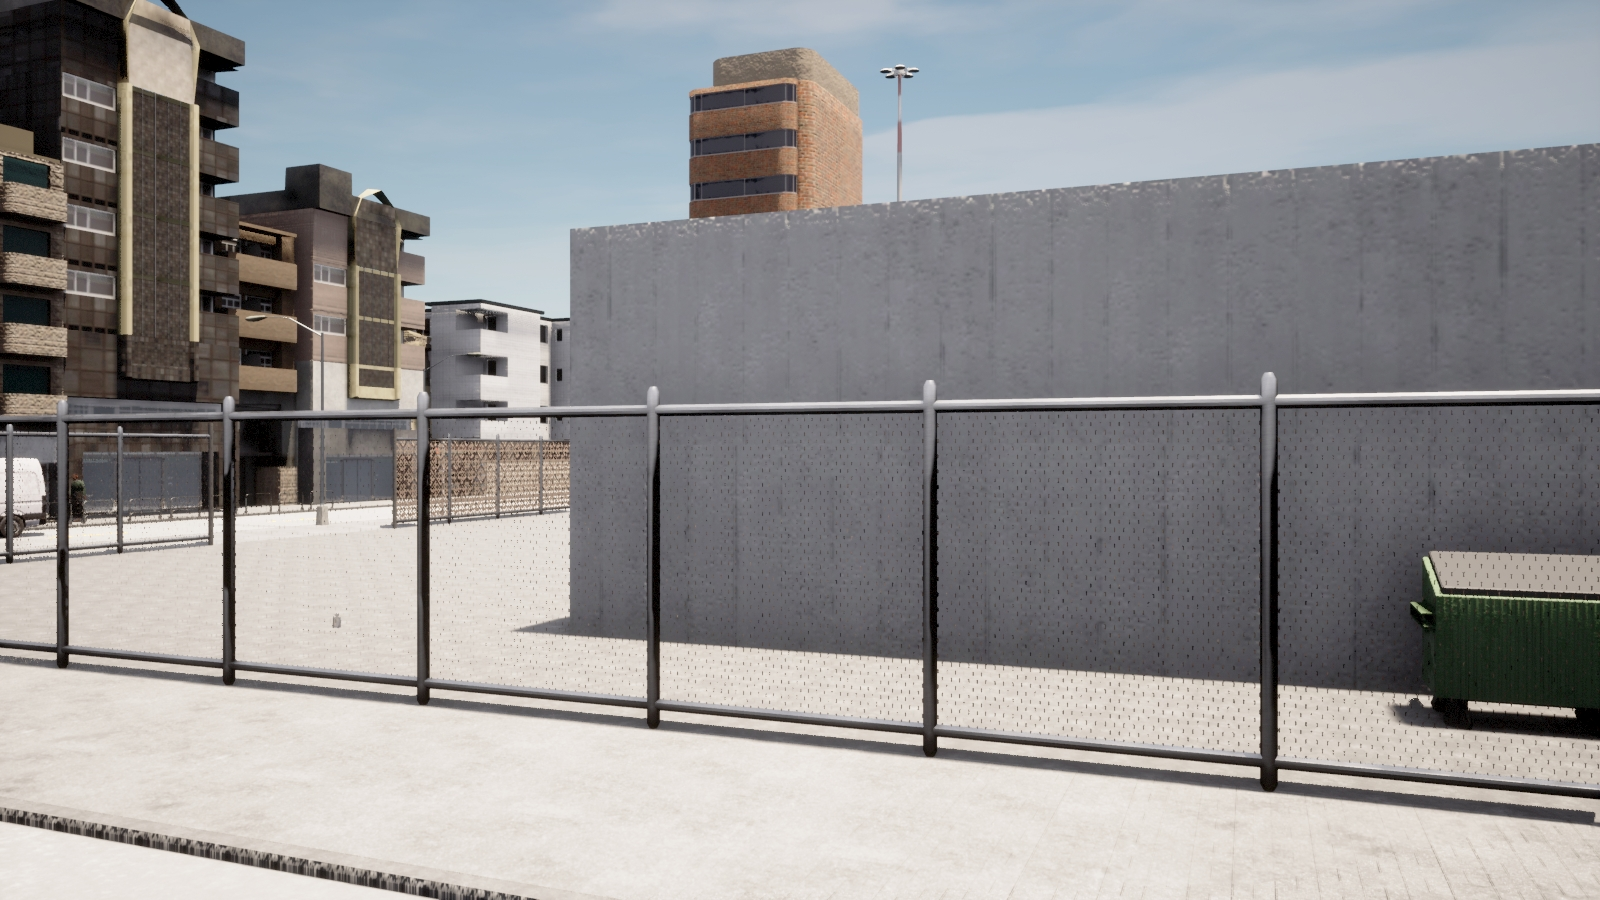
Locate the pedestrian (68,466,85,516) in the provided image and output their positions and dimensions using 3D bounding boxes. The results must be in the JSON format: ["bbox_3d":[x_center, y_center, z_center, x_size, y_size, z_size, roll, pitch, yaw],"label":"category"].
[{"bbox_3d":[-27.007,1.523,42.643,0.375,1.860,0.375,0,0,19],"label":"pedestrian"}]

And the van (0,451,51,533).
[{"bbox_3d":[-26.517,1.314,35.024,1.988,2.561,5.915,0,0,21],"label":"van"}]
